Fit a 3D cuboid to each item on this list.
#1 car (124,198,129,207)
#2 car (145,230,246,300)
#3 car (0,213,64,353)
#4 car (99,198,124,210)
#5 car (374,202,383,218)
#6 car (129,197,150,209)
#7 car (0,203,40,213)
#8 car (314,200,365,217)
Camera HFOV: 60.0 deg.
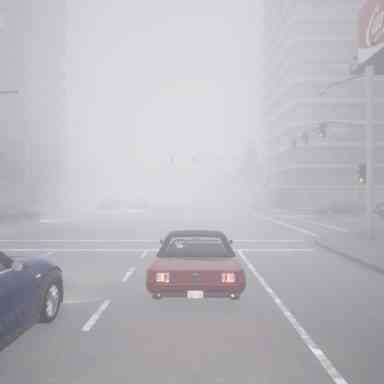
[{"bbox_3d":[-10.453,1.601,52.094,1.895,1.301,4.718,0,0,1],"label":"car"},{"bbox_3d":[0.106,1.601,8.353,1.895,1.301,4.718,0,0,1],"label":"car"},{"bbox_3d":[-3.434,1.352,4.329,2.097,1.767,4.553,0,0,1],"label":"car"},{"bbox_3d":[-10.488,1.505,42.838,1.837,1.490,4.892,0,0,0],"label":"car"},{"bbox_3d":[18.256,1.222,27.783,5.566,2.045,2.150,0,0,0],"label":"car"},{"bbox_3d":[-6.962,1.492,46.451,2.128,1.511,4.902,0,0,1],"label":"car"},{"bbox_3d":[-13.858,1.564,25.355,4.181,1.385,1.994,0,0,-17],"label":"car"},{"bbox_3d":[14.045,1.504,31.268,4.892,1.490,1.837,0,0,0],"label":"car"}]
